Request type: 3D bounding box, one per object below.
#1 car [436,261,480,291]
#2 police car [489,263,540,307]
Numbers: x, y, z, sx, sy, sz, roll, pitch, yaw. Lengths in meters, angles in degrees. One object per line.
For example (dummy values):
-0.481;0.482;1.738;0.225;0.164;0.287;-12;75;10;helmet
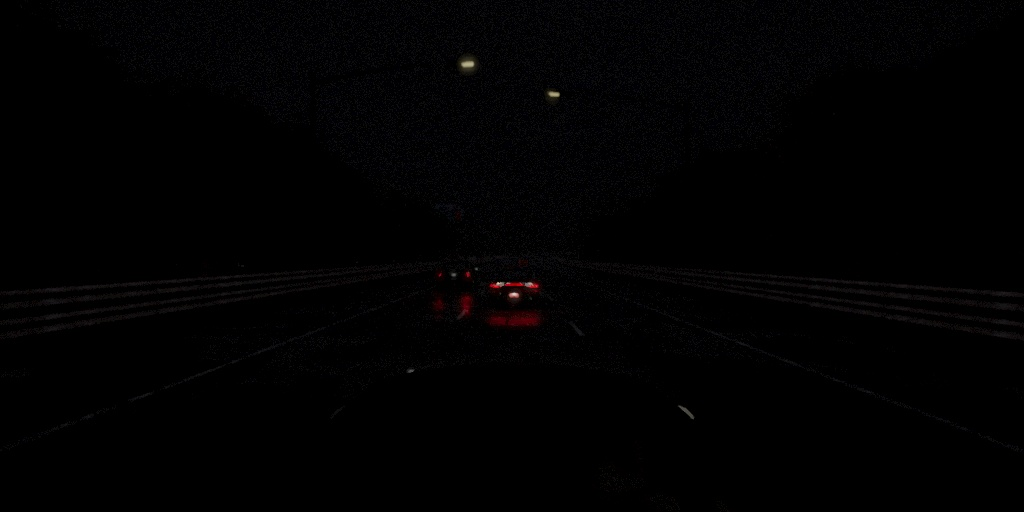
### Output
-3.240;1.114;22.371;2.097;1.767;4.553;0;0;1;car
0.123;1.267;15.600;2.038;1.542;4.974;0;0;1;police car
